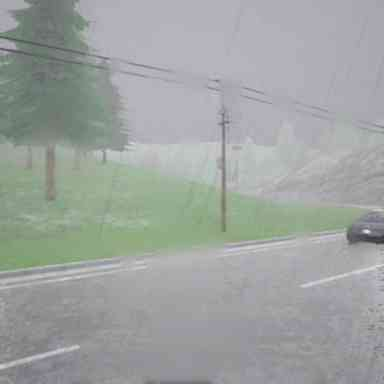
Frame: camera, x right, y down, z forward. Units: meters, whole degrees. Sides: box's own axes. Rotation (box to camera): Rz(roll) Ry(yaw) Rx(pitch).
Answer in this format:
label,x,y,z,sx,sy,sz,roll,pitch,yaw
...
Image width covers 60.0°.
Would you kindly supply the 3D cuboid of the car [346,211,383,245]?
label,x,y,z,sx,sy,sz,roll,pitch,yaw
car,8.545,1.547,14.570,4.181,1.385,1.994,0,0,-39
